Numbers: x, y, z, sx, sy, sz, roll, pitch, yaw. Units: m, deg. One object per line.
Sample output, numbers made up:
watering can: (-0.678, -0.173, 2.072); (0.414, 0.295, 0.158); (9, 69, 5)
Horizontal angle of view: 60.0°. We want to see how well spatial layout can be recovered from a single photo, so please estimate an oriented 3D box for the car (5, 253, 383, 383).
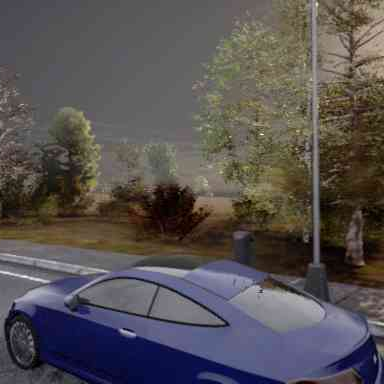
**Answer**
car: (-0.351, 1.514, 4.035); (4.674, 1.442, 1.812); (0, 0, 34)
